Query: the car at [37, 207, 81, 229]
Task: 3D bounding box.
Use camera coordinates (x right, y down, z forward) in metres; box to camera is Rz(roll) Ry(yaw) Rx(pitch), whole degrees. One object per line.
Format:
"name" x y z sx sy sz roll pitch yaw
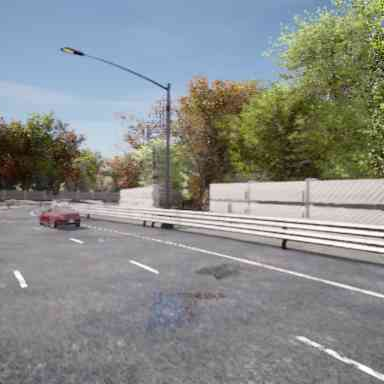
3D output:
"car" -9.513 1.770 23.768 1.812 1.442 4.674 2 -1 -41
